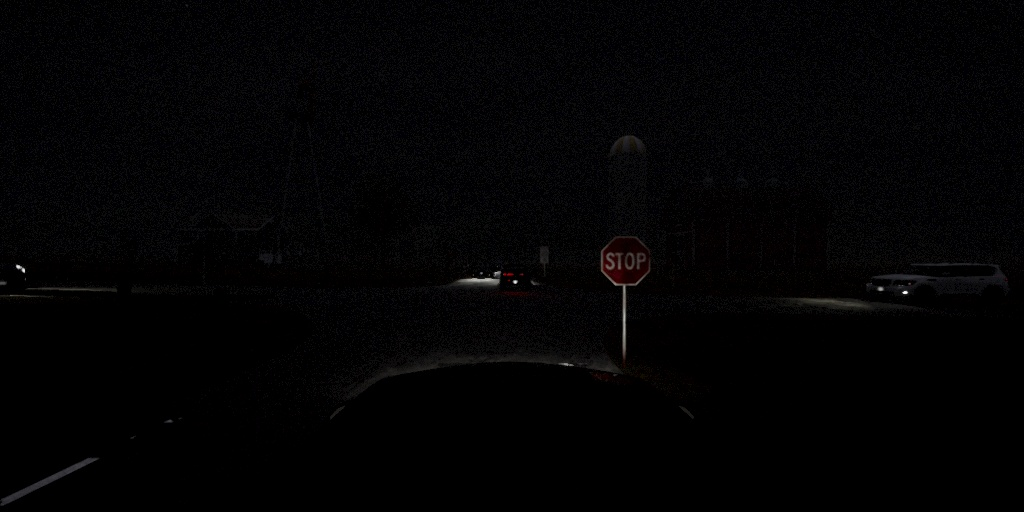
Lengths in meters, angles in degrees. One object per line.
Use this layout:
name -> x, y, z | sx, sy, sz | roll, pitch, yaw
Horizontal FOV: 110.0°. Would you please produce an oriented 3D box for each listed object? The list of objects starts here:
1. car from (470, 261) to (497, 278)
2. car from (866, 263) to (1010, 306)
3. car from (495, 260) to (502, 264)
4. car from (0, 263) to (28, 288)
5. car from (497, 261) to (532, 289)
car -> -2.732, 1.358, 33.510 | 1.994, 1.385, 4.181 | 0, 0, -1
car -> 21.534, 1.356, 18.245 | 5.566, 2.045, 2.150 | 1, 0, 0
car -> -2.655, 1.470, 49.998 | 1.895, 1.301, 4.718 | 0, 0, 0
car -> -23.962, 0.525, 15.329 | 4.553, 1.767, 2.097 | 2, 0, 0
car -> 0.203, 1.260, 23.137 | 1.837, 1.490, 4.892 | 1, 0, 0
